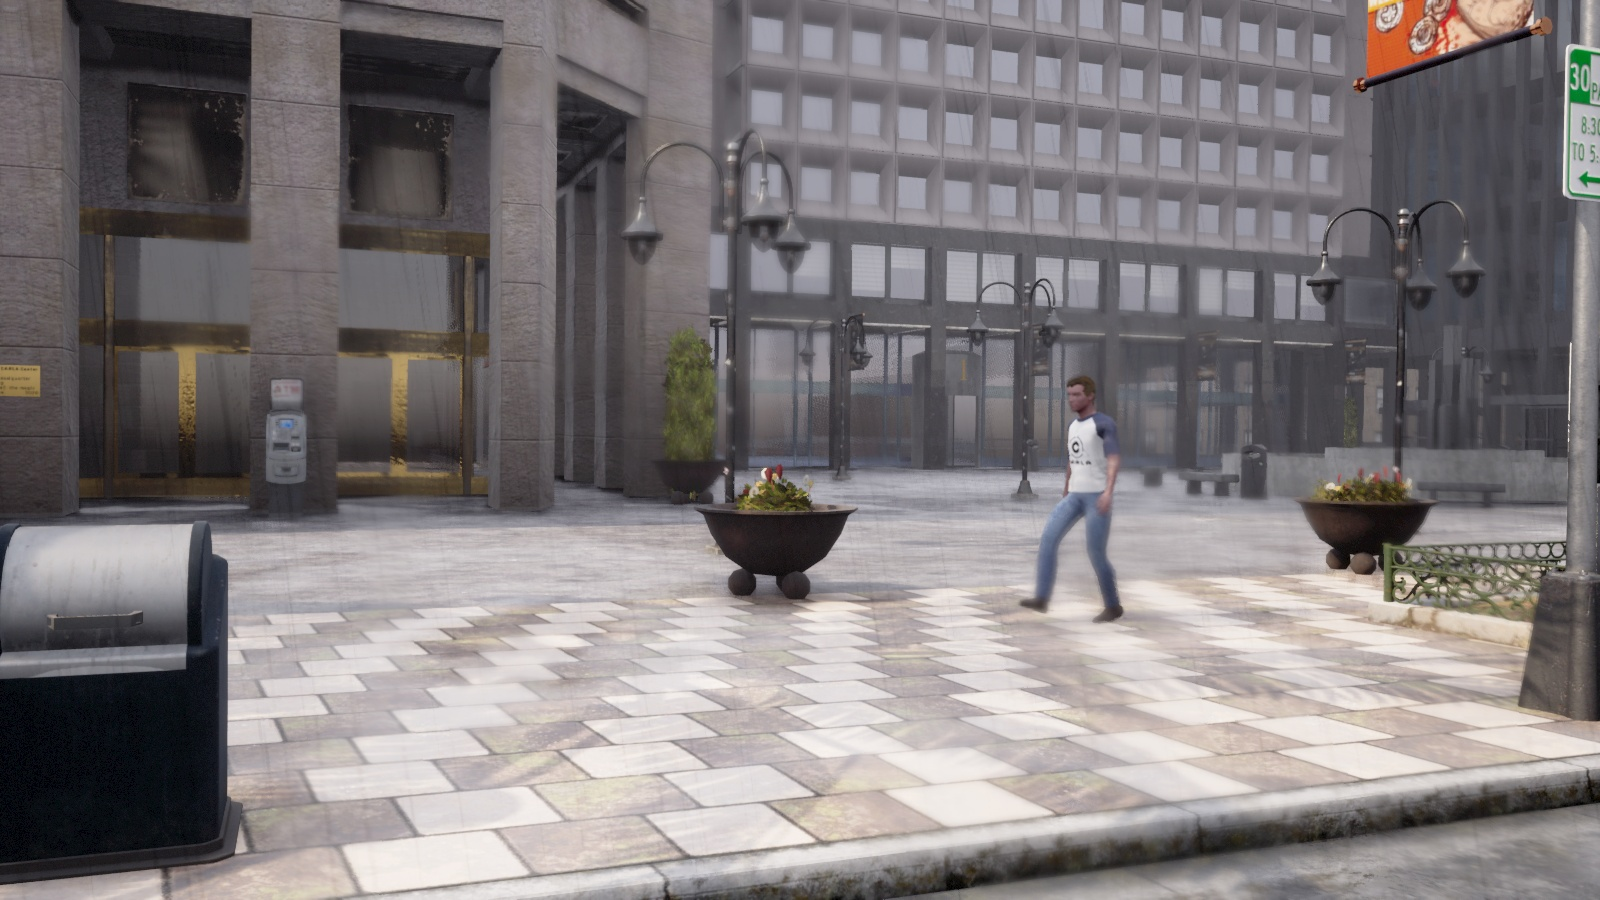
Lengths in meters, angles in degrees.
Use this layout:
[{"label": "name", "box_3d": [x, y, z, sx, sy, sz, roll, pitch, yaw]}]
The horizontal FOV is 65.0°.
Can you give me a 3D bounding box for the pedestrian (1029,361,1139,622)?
[{"label": "pedestrian", "box_3d": [2.065, 0.284, 9.130, 0.706, 1.836, 0.354, -1, 1, -29]}]
